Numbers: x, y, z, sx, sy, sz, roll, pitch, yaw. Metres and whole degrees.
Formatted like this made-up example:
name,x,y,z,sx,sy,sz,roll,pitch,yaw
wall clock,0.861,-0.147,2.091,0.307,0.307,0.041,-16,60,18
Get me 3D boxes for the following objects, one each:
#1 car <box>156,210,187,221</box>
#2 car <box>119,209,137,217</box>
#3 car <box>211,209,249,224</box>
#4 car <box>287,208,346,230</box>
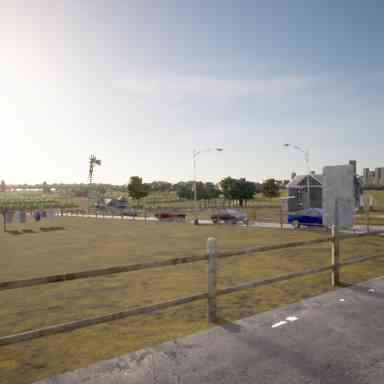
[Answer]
name,x,y,z,sx,sy,sz,roll,pitch,yaw
car,-2.698,3.017,43.063,1.895,1.301,4.718,0,-2,-36
car,-11.824,3.819,60.860,1.994,1.385,4.181,0,-2,-36
car,3.777,2.485,34.003,1.812,1.442,4.674,0,-2,-36
car,9.753,2.029,25.659,1.882,1.535,5.008,0,-2,-36
